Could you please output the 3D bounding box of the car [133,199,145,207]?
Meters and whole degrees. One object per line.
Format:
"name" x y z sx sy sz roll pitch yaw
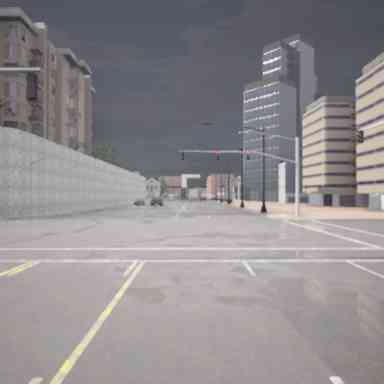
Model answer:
"car" -10.565 2.156 66.975 1.837 1.490 4.892 0 0 0

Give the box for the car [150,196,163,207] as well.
"car" -7.067 1.877 66.954 2.150 2.045 5.566 0 -1 0
